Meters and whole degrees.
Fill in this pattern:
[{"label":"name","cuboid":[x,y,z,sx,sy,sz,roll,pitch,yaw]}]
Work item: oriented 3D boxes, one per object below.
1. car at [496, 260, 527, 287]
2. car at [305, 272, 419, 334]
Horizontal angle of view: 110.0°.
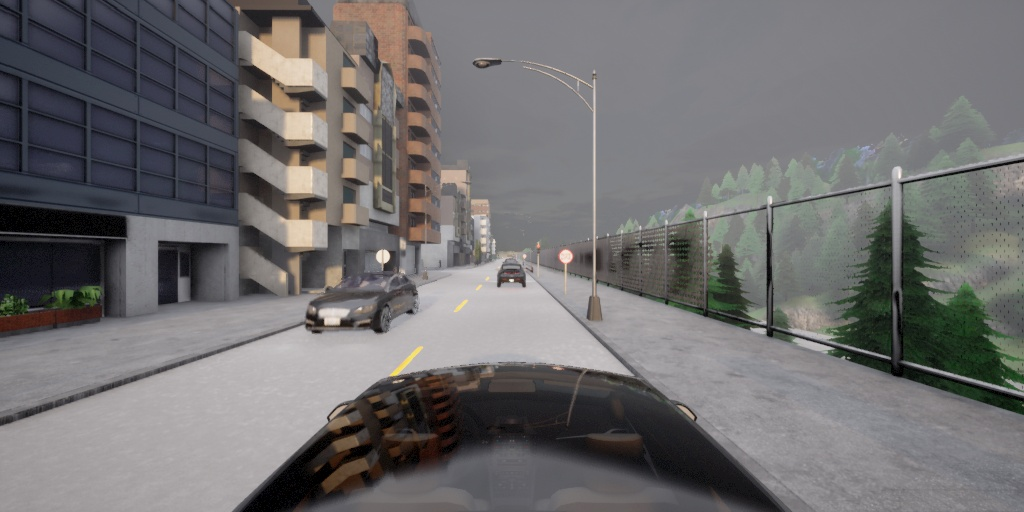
[{"label":"car","cuboid":[-0.040,1.255,24.409,1.837,1.490,4.892,0,0,0]},{"label":"car","cuboid":[-4.152,1.241,10.708,2.128,1.511,4.902,0,0,0]}]
